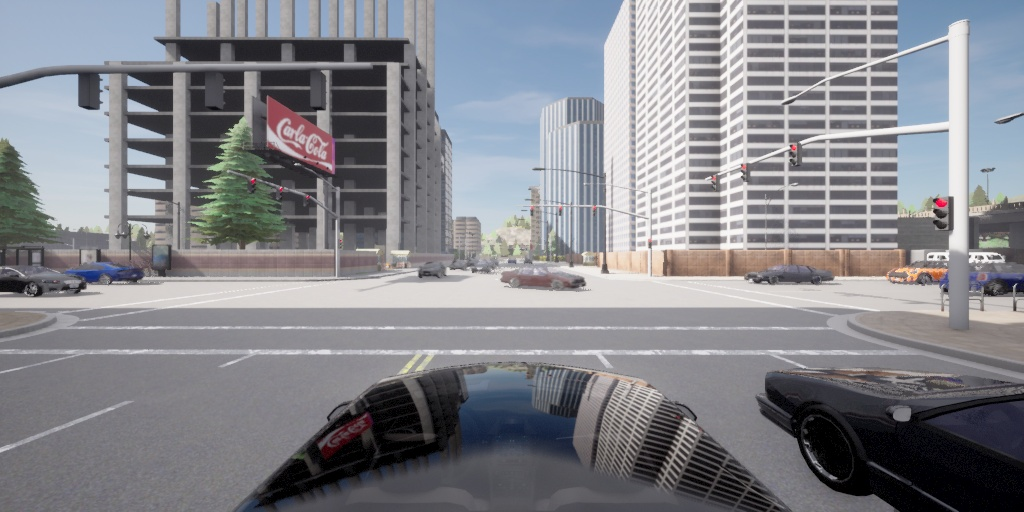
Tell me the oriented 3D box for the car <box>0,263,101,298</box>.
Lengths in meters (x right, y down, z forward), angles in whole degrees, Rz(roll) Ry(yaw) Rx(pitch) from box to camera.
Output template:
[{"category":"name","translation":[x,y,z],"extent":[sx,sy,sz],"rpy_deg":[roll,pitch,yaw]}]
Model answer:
[{"category":"car","translation":[-24.548,1.241,18.079],"extent":[4.902,1.511,2.128],"rpy_deg":[0,0,0]}]

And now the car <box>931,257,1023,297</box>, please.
[{"category":"car","translation":[25.096,1.101,18.352],"extent":[4.553,1.767,2.097],"rpy_deg":[0,0,0]}]

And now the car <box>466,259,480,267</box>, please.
[{"category":"car","translation":[-7.028,1.256,64.806],"extent":[1.837,1.490,4.892],"rpy_deg":[0,0,0]}]

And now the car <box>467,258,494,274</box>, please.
[{"category":"car","translation":[-3.584,1.241,41.786],"extent":[2.128,1.511,4.902],"rpy_deg":[0,0,0]}]

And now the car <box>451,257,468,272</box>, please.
[{"category":"car","translation":[-7.078,1.254,47.272],"extent":[1.837,1.490,4.892],"rpy_deg":[0,0,0]}]

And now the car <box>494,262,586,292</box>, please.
[{"category":"car","translation":[1.741,1.297,21.821],"extent":[5.357,1.411,2.033],"rpy_deg":[0,0,37]}]

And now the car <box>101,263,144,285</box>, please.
[{"category":"car","translation":[-29.018,1.227,25.224],"extent":[5.008,1.535,1.882],"rpy_deg":[0,0,0]}]

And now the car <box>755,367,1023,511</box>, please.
[{"category":"car","translation":[3.597,1.297,1.449],"extent":[2.033,1.411,5.357],"rpy_deg":[0,0,0]}]

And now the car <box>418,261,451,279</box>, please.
[{"category":"car","translation":[-7.088,1.254,32.274],"extent":[1.837,1.490,4.892],"rpy_deg":[0,0,0]}]

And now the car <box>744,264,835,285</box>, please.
[{"category":"car","translation":[19.646,1.297,25.495],"extent":[5.357,1.411,2.033],"rpy_deg":[0,0,0]}]

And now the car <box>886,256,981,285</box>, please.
[{"category":"car","translation":[29.655,1.102,25.517],"extent":[4.553,1.767,2.097],"rpy_deg":[0,0,1]}]

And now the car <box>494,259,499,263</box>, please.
[{"category":"car","translation":[-3.572,1.237,54.005],"extent":[2.128,1.511,4.902],"rpy_deg":[0,0,0]}]
